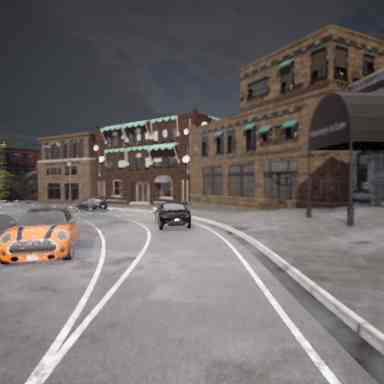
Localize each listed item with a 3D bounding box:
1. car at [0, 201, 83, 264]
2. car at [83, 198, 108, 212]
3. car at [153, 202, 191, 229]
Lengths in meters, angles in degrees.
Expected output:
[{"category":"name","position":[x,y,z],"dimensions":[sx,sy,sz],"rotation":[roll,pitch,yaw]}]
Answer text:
[{"category":"car","position":[-5.314,1.379,12.080],"dimensions":[2.097,1.767,4.553],"rotation":[-1,0,-15]},{"category":"car","position":[-11.042,1.357,36.370],"dimensions":[4.674,1.442,1.812],"rotation":[0,1,41]},{"category":"car","position":[-1.345,1.382,20.953],"dimensions":[1.882,1.535,5.008],"rotation":[-1,1,-12]}]
